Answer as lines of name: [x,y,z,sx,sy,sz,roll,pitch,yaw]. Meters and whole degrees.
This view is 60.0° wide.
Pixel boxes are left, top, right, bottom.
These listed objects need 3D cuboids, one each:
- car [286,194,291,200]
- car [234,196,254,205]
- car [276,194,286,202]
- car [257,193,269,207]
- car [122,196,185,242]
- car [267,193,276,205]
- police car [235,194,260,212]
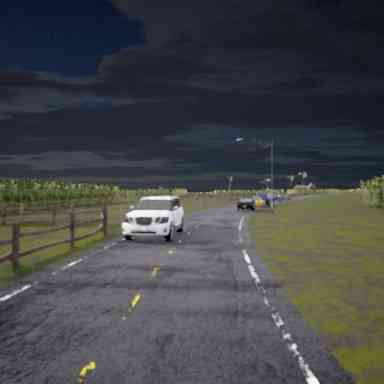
car: [23.384,1.298,82.486,1.994,1.385,4.181,0,0,24]
car: [8.912,1.478,56.850,2.033,1.411,5.357,0,0,23]
car: [17.779,1.111,69.999,2.097,1.767,4.553,0,0,24]
car: [9.655,1.408,49.003,1.801,1.575,5.366,0,0,20]
car: [-1.732,1.214,16.844,2.150,2.045,5.566,0,0,7]
car: [11.745,1.165,54.359,2.150,2.045,5.566,0,0,22]
police car: [6.555,1.399,39.572,1.930,1.638,5.238,0,0,16]
